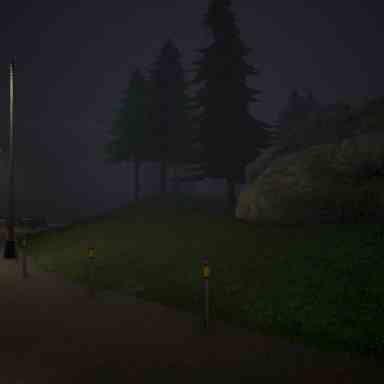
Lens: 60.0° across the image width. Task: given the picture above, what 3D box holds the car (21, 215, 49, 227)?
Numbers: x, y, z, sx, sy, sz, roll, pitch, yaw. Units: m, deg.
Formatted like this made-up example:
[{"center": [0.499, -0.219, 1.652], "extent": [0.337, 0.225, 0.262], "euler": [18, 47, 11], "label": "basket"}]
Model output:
[{"center": [-20.667, 3.784, 43.945], "extent": [2.128, 1.511, 4.902], "euler": [1, -4, 3], "label": "car"}]

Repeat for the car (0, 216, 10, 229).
[{"center": [-20.104, 3.145, 34.018], "extent": [1.812, 1.442, 4.674], "euler": [0, -4, -7], "label": "car"}]
